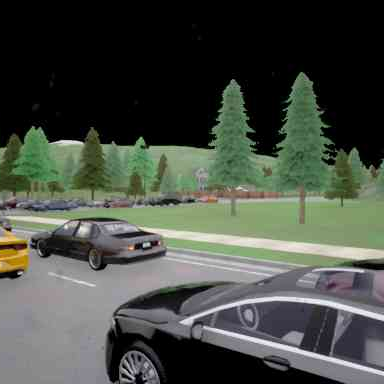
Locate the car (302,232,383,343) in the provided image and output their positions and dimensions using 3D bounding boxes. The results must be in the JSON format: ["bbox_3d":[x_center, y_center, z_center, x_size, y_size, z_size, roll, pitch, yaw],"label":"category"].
[{"bbox_3d":[4.156,1.564,5.224,4.181,1.385,1.994,0,0,38],"label":"car"}]

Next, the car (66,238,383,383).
[{"bbox_3d":[1.189,1.492,3.104,4.902,1.511,2.128,0,0,38],"label":"car"}]

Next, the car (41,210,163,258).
[{"bbox_3d":[-3.271,1.547,10.981,5.357,1.411,2.033,0,0,38],"label":"car"}]

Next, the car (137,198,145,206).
[{"bbox_3d":[-7.218,1.564,54.748,1.994,1.385,4.181,0,0,38],"label":"car"}]

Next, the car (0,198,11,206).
[{"bbox_3d":[-22.016,1.351,41.772,2.097,1.767,4.553,0,0,39],"label":"car"}]

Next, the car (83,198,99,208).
[{"bbox_3d":[-12.753,1.601,47.794,1.895,1.301,4.718,0,0,39],"label":"car"}]

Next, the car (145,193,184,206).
[{"bbox_3d":[-4.262,1.222,52.844,2.150,2.045,5.566,0,0,39],"label":"car"}]

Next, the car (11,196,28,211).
[{"bbox_3d":[-18.659,1.492,40.370,2.128,1.511,4.902,0,0,39],"label":"car"}]

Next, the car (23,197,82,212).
[{"bbox_3d":[-15.901,1.547,38.214,2.033,1.411,5.357,0,0,38],"label":"car"}]

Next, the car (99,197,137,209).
[{"bbox_3d":[-10.075,1.564,45.539,1.994,1.385,4.181,0,0,39],"label":"car"}]

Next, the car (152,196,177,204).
[{"bbox_3d":[-5.137,1.477,62.942,1.882,1.535,5.008,0,0,39],"label":"car"}]

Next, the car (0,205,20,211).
[{"bbox_3d":[-11.254,1.547,17.126,5.357,1.411,2.033,0,0,38],"label":"car"}]

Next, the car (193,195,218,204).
[{"bbox_3d":[2.799,1.352,61.670,2.097,1.767,4.553,0,0,39],"label":"car"}]

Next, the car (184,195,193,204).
[{"bbox_3d":[-0.918,1.352,62.626,2.097,1.767,4.553,0,0,39],"label":"car"}]

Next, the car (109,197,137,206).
[{"bbox_3d":[-11.391,1.564,55.119,1.994,1.385,4.181,0,0,38],"label":"car"}]

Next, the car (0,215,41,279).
[{"bbox_3d":[-6.280,1.478,8.888,5.008,1.535,1.882,0,0,38],"label":"car"}]
